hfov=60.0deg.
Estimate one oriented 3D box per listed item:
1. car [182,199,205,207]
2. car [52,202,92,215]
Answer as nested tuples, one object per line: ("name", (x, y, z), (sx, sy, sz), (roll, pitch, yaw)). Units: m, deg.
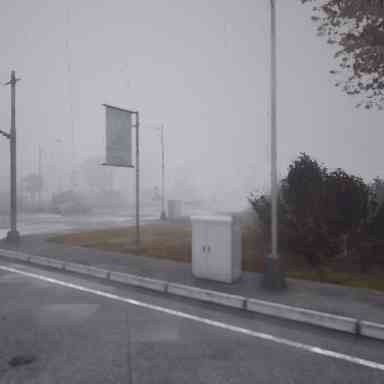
("car", (0.271, 1.777, 56.615), (1.895, 1.301, 4.718), (0, 0, 33))
("car", (-12.876, 1.734, 35.990), (1.994, 1.385, 4.181), (0, 0, 32))
